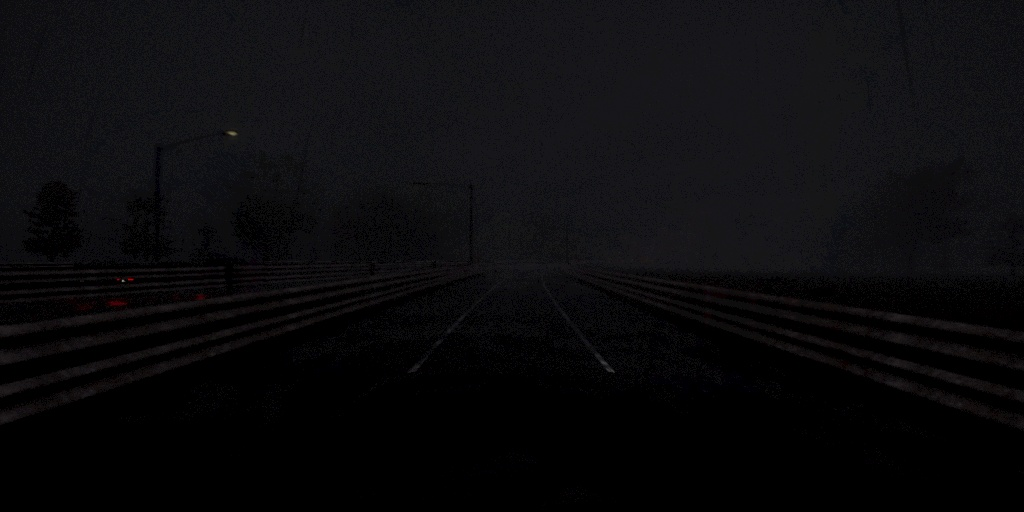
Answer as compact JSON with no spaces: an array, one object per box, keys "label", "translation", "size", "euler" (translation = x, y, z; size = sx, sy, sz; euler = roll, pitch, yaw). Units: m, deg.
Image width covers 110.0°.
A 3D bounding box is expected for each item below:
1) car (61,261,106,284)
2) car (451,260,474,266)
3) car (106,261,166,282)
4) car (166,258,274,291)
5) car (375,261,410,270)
[{"label":"car","translation":[-22.705,1.017,21.047],"size":[2.128,1.511,4.902],"euler":[0,-1,12]},{"label":"car","translation":[-7.331,1.411,55.825],"size":[1.812,1.442,4.674],"euler":[0,-1,15]},{"label":"car","translation":[-19.230,1.035,20.559],"size":[1.837,1.490,4.892],"euler":[0,-1,12]},{"label":"car","translation":[-15.770,0.890,20.028],"size":[2.097,1.767,4.553],"euler":[0,-1,12]},{"label":"car","translation":[-14.188,1.298,42.987],"size":[2.033,1.411,5.357],"euler":[0,-1,13]}]
